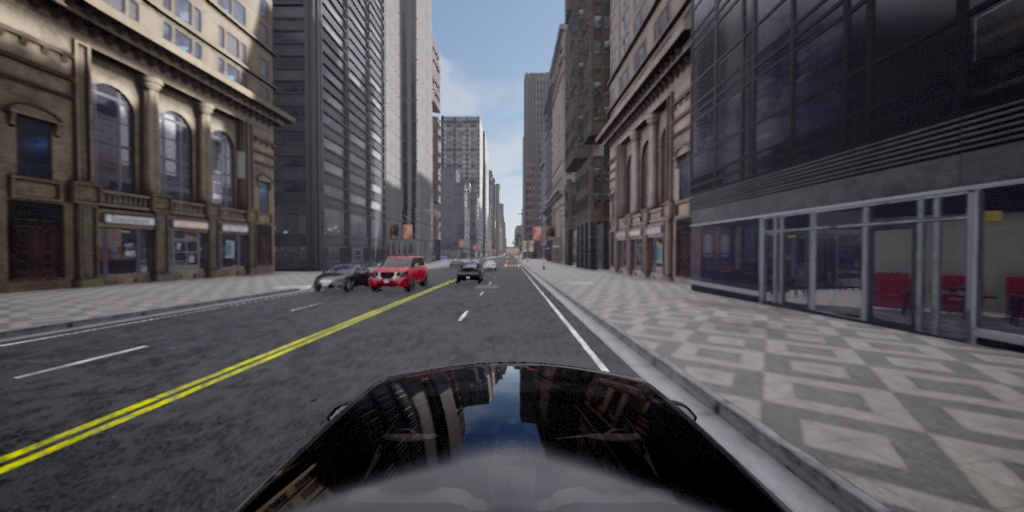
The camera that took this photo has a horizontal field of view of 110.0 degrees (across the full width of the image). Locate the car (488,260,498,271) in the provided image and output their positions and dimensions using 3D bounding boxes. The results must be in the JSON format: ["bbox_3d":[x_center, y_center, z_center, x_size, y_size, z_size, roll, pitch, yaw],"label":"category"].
[{"bbox_3d":[-3.137,1.319,51.280,1.812,1.442,4.674,0,0,0],"label":"car"}]

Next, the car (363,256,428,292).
[{"bbox_3d":[-6.593,0.991,21.582,2.150,2.045,5.566,0,0,0],"label":"car"}]

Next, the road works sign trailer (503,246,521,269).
[{"bbox_3d":[0.080,0.249,57.870,2.380,3.560,2.880,0,0,0],"label":"road works sign trailer"}]

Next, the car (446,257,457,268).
[{"bbox_3d":[-9.745,1.323,63.286,2.033,1.411,5.357,0,0,0],"label":"car"}]

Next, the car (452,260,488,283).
[{"bbox_3d":[-3.144,1.288,27.982,1.837,1.490,4.892,0,0,0],"label":"car"}]

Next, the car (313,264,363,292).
[{"bbox_3d":[-9.843,1.261,21.361,2.128,1.511,4.902,0,0,0],"label":"car"}]
